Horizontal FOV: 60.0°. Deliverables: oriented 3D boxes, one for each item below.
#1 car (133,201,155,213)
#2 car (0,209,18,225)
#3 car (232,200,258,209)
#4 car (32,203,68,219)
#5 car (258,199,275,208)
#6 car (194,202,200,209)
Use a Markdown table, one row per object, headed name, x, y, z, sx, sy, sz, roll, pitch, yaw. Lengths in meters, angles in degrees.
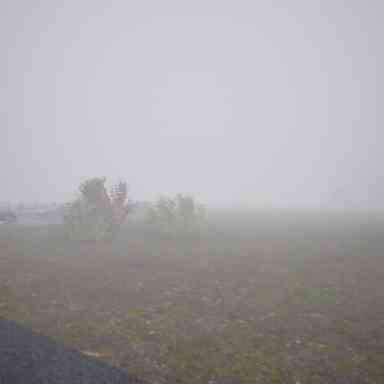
| name | x | y | z | sx | sy | sz | roll | pitch | yaw |
| --- | --- | --- | --- | --- | --- | --- | --- | --- | --- |
| car | -6.509 | 1.882 | 40.368 | 1.837 | 1.490 | 4.892 | -1 | -1 | 36 |
| car | -14.329 | 1.592 | 22.621 | 2.128 | 1.511 | 4.902 | -2 | -2 | 25 |
| car | 8.470 | 2.018 | 54.950 | 1.882 | 1.535 | 5.008 | -1 | -1 | 37 |
| car | -12.461 | 1.814 | 32.109 | 2.033 | 1.411 | 5.357 | -1 | -1 | 36 |
| car | 13.916 | 2.122 | 62.558 | 1.882 | 1.535 | 5.008 | -1 | -1 | 36 |
| car | -0.467 | 2.090 | 48.735 | 1.895 | 1.301 | 4.718 | -1 | -1 | 36 |
